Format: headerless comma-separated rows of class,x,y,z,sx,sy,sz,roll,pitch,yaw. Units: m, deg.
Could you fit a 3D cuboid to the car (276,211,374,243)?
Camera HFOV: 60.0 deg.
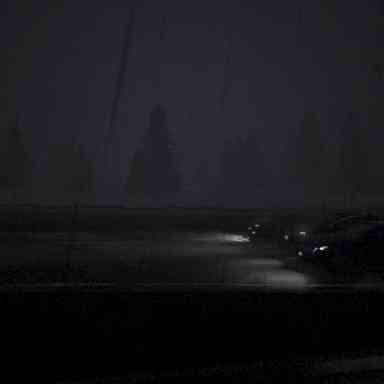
car,6.386,1.635,13.955,4.902,1.511,2.128,0,0,-3

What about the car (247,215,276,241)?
car,5.016,1.723,17.389,4.181,1.385,1.994,0,0,-3

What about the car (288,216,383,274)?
car,5.686,1.638,10.407,4.674,1.442,1.812,0,0,-3
